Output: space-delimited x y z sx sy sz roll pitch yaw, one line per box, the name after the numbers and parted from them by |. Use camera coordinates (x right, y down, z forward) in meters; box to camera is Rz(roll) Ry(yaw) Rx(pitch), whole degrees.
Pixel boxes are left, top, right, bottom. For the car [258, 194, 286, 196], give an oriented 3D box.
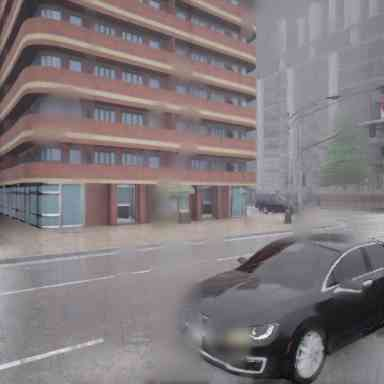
9.678 1.222 37.728 2.150 2.045 5.566 0 0 -36 | car

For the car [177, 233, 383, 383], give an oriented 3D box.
2.035 1.504 5.478 4.892 1.490 1.837 0 0 -36 | car

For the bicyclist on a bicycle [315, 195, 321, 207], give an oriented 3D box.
17.790 1.301 46.928 1.656 1.620 0.582 0 0 -36 | bicyclist on a bicycle

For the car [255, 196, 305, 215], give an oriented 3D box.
8.852 1.491 32.931 2.128 1.511 4.902 0 0 -36 | car
